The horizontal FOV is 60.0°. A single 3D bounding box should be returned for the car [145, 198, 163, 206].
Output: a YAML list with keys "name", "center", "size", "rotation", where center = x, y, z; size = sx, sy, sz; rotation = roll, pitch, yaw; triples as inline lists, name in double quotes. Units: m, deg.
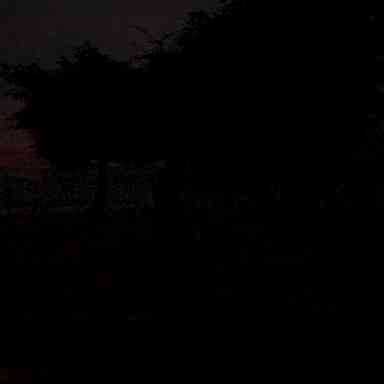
- name: "car"
  center: [-6.725, 1.769, 61.461]
  size: [1.812, 1.442, 4.674]
  rotation: [2, 1, 32]

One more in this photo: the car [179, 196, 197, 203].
- name: "car"
  center: [-0.859, 1.641, 71.462]
  size: [2.033, 1.411, 5.357]
  rotation: [2, 1, 29]
